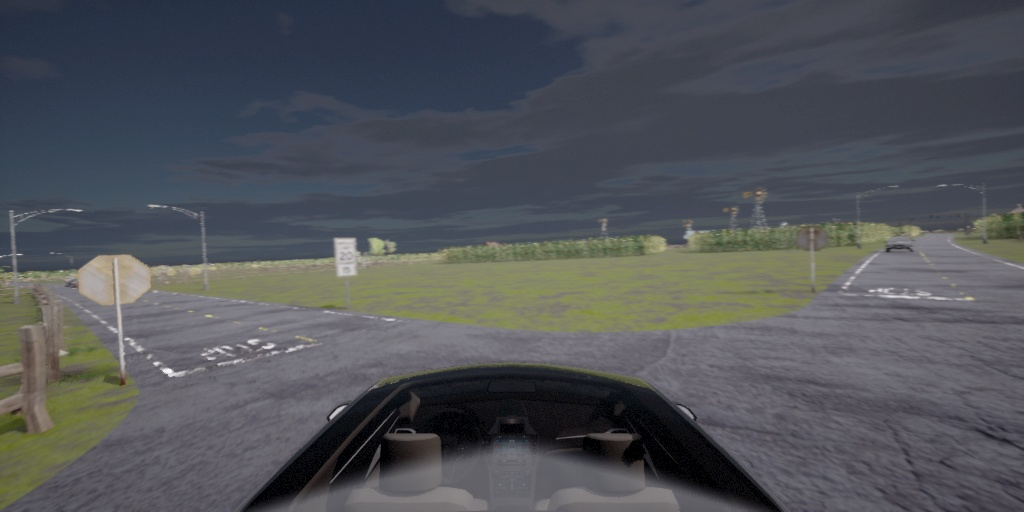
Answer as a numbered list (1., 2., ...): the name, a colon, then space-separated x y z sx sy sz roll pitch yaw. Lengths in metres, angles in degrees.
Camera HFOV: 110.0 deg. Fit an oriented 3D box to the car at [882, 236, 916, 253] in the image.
1. car: 38.118 -1.212 35.313 4.892 1.490 1.837 -4 2 -42
